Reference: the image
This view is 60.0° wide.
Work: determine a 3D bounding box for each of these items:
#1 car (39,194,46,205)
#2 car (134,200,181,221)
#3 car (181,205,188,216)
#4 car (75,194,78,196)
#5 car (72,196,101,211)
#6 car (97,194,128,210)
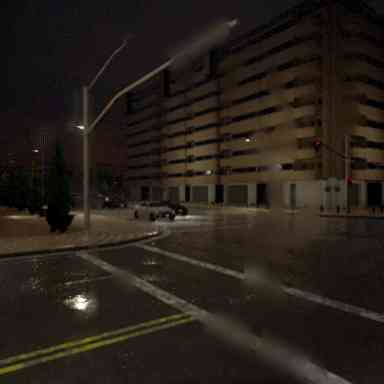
[{"bbox_3d":[-24.535,1.170,56.694,2.150,2.045,5.566,0,0,-35],"label":"car"},{"bbox_3d":[-3.047,1.435,26.066,1.812,1.442,4.674,0,0,-33],"label":"car"},{"bbox_3d":[-2.156,1.463,30.885,1.994,1.385,4.181,0,0,-35],"label":"car"},{"bbox_3d":[-21.569,1.467,58.557,1.994,1.385,4.181,0,0,-35],"label":"car"},{"bbox_3d":[-12.815,1.510,39.919,1.895,1.301,4.718,0,0,-35],"label":"car"},{"bbox_3d":[-9.712,1.388,41.595,2.128,1.511,4.902,0,0,-35],"label":"car"}]
